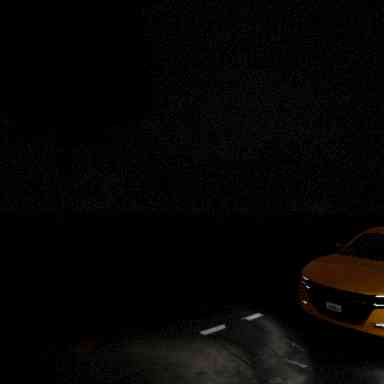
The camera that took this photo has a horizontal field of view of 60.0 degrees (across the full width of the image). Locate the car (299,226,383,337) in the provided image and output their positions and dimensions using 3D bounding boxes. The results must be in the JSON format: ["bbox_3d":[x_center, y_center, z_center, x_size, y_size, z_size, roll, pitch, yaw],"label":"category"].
[{"bbox_3d":[4.115,1.433,6.468,5.008,1.535,1.882,0,0,-37],"label":"car"}]
